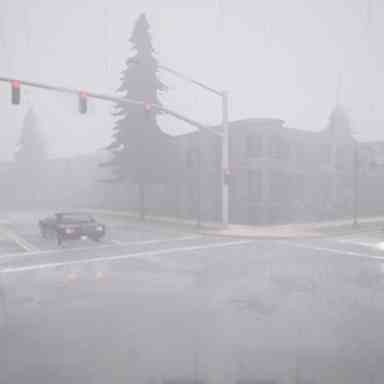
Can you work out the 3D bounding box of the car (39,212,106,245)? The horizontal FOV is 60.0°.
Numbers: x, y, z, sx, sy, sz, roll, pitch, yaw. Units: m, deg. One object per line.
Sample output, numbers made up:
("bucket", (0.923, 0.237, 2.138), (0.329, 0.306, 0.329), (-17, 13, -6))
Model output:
("car", (-5.744, 1.597, 15.547), (1.895, 1.301, 4.718), (0, 0, -36))
